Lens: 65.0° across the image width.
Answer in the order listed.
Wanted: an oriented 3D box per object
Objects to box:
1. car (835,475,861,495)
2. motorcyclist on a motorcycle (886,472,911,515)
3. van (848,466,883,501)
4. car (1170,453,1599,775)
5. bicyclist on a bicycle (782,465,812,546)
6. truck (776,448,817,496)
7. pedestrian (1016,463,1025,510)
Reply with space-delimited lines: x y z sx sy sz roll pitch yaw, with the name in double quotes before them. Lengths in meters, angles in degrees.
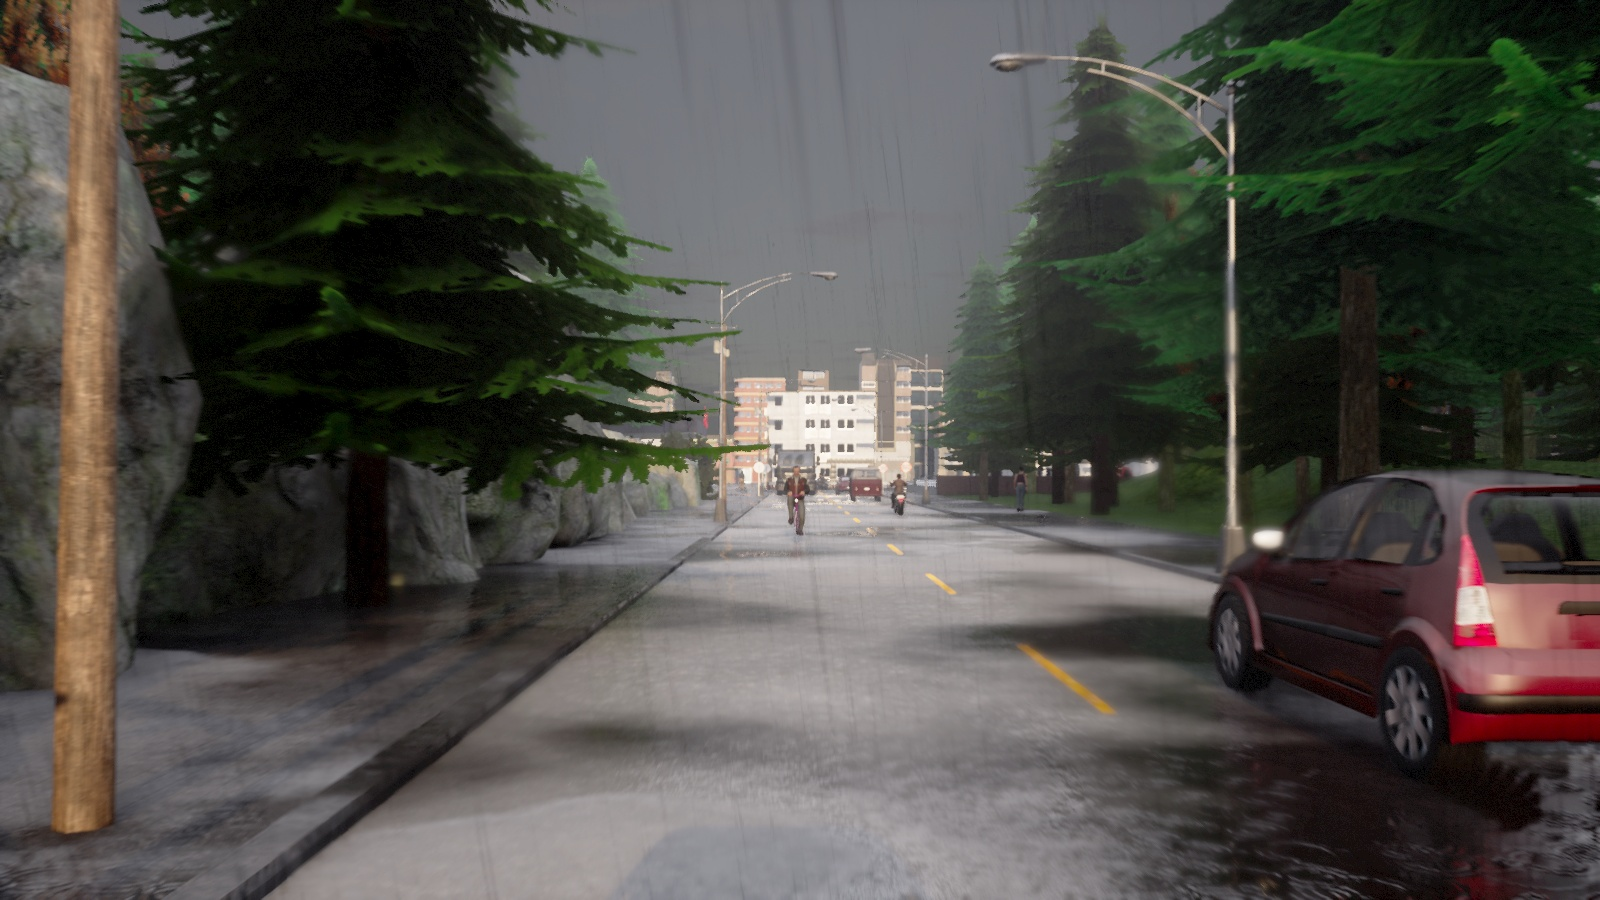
"car" 3.722 2.695 97.225 1.812 1.442 4.674 0 -1 0
"motorcyclist on a motorcycle" 3.876 1.705 49.617 0.766 1.649 2.350 0 -1 0
"van" 3.811 1.971 73.785 1.775 1.987 4.442 0 -1 0
"car" 3.979 0.861 8.326 1.851 1.617 3.988 0 -1 0
"bicyclist on a bicycle" -0.072 1.239 28.624 0.659 1.776 1.843 0 -1 0
"truck" -0.268 1.637 93.779 2.891 3.462 7.936 0 -1 0
"pedestrian" 8.820 1.458 50.307 0.345 1.836 0.594 0 -1 10
